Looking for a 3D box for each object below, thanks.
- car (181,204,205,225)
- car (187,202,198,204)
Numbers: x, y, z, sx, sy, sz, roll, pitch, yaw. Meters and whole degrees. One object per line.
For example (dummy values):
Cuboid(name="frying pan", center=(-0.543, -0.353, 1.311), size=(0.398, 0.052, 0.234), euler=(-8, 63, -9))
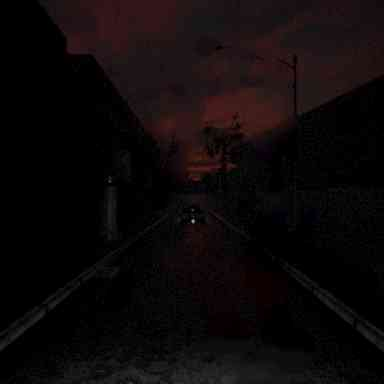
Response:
Cuboid(name="car", center=(0.092, 1.933, 27.256), size=(1.895, 1.301, 4.718), euler=(0, -1, 0))
Cuboid(name="car", center=(0.088, 1.964, 43.023), size=(1.812, 1.442, 4.674), euler=(0, 0, 0))
